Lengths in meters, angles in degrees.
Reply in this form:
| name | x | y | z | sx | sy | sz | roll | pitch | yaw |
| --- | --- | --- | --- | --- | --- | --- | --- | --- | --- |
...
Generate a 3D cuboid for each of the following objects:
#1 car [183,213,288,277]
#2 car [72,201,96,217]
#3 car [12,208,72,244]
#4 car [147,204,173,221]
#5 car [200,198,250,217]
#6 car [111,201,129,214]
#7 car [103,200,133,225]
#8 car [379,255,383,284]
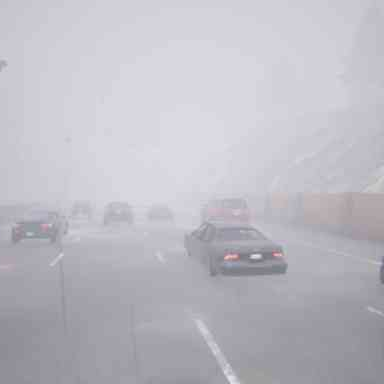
| name | x | y | z | sx | sy | sz | roll | pitch | yaw |
| --- | --- | --- | --- | --- | --- | --- | --- | --- | --- |
| car | 1.046 | 1.632 | 10.556 | 2.033 | 1.411 | 5.357 | 1 | 0 | -12 |
| car | -10.752 | 1.656 | 32.947 | 1.837 | 1.490 | 4.892 | 1 | -1 | -12 |
| car | -7.277 | 1.586 | 16.214 | 1.812 | 1.442 | 4.674 | 1 | 0 | -12 |
| car | -2.905 | 1.753 | 29.584 | 1.994 | 1.385 | 4.181 | 1 | 0 | -12 |
| car | 2.127 | 1.401 | 22.589 | 2.150 | 2.045 | 5.566 | 1 | 0 | -12 |
| car | -8.680 | 1.785 | 40.166 | 1.994 | 1.385 | 4.181 | 1 | 0 | -12 |
| car | -5.641 | 1.491 | 25.552 | 2.097 | 1.767 | 4.553 | 1 | 0 | -12 |
| car | 5.602 | 1.563 | 5.753 | 1.882 | 1.535 | 5.008 | 1 | 0 | -12 |
